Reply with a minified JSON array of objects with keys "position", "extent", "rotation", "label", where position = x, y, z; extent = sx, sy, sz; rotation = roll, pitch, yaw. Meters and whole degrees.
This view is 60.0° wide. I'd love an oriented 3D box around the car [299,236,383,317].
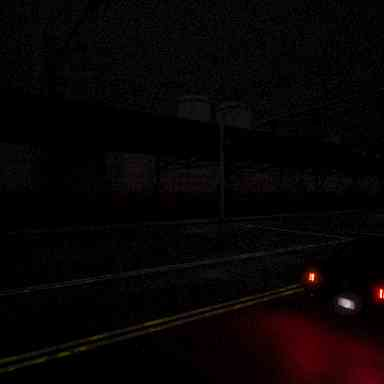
[{"position":[4.439,1.601,6.919],"extent":[4.718,1.301,1.895],"rotation":[0,0,-35],"label":"car"}]
